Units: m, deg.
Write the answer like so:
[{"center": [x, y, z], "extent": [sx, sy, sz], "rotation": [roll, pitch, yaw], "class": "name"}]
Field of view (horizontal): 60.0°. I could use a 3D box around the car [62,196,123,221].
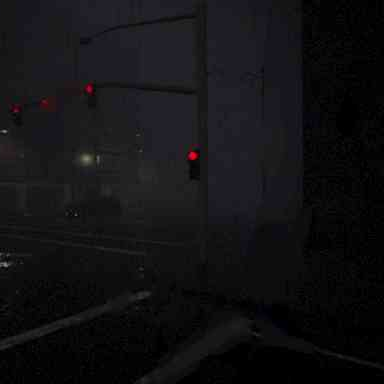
[{"center": [-8.645, 1.405, 29.396], "extent": [2.150, 2.045, 5.566], "rotation": [0, 0, 35], "class": "car"}]
